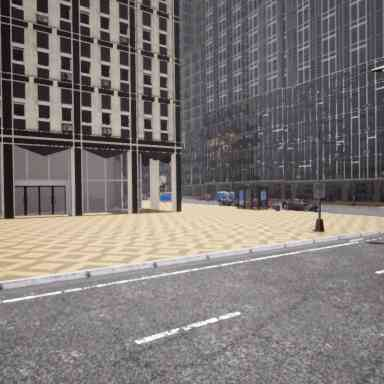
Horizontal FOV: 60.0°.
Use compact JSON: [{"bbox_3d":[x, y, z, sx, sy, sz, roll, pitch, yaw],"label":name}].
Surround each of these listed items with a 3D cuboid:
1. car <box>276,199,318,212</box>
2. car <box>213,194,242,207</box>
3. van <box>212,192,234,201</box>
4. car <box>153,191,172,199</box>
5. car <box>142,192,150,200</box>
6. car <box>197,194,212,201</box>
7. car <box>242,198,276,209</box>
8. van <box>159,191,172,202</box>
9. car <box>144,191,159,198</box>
[{"bbox_3d":[11.659,1.422,35.771,1.947,1.339,4.313,-1,1,-34],"label":"car"},{"bbox_3d":[5.316,1.318,45.207,1.947,1.339,4.313,-1,1,-34],"label":"car"},{"bbox_3d":[5.879,0.854,59.343,1.690,1.788,3.998,-1,1,-34],"label":"van"},{"bbox_3d":[-6.930,0.613,78.126,2.192,1.841,5.009,0,1,-34],"label":"car"},{"bbox_3d":[-10.651,1.038,68.713,2.008,1.369,4.403,0,1,-34],"label":"car"},{"bbox_3d":[2.678,1.042,64.042,1.802,1.307,4.206,-1,1,-34],"label":"car"},{"bbox_3d":[8.470,1.387,40.479,1.802,1.307,4.206,-1,1,-34],"label":"car"},{"bbox_3d":[-4.246,0.936,59.319,1.690,1.788,3.998,0,1,-34],"label":"van"},{"bbox_3d":[-10.132,0.684,82.822,1.967,1.590,4.097,0,1,-34],"label":"car"}]
